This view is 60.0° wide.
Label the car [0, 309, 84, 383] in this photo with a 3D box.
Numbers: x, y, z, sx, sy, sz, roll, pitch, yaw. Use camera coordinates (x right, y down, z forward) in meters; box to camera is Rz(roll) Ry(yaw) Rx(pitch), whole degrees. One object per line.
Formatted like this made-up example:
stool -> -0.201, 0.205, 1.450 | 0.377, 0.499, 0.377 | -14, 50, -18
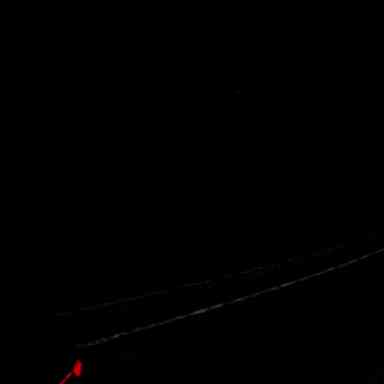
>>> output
car -> -2.868, 1.577, 2.127 | 4.181, 1.385, 1.994 | 0, 0, -36
